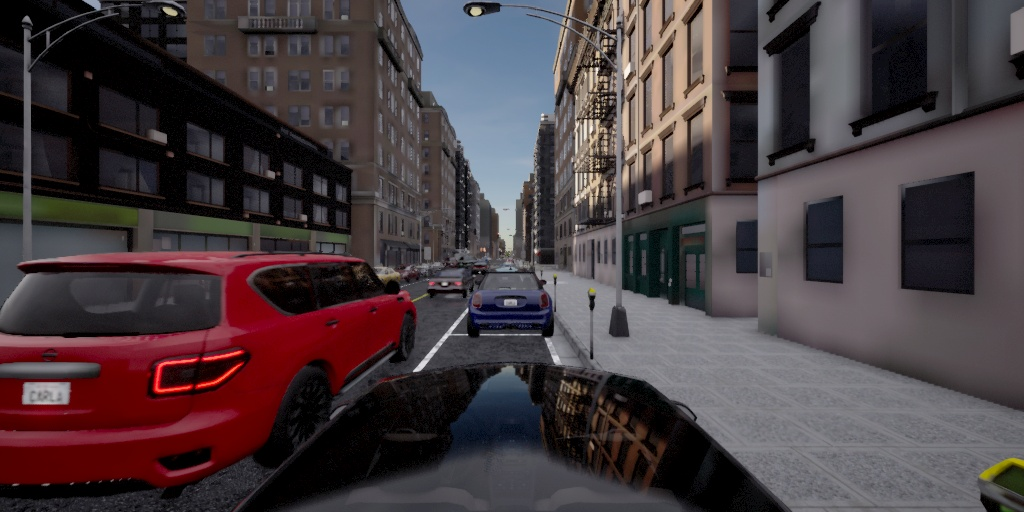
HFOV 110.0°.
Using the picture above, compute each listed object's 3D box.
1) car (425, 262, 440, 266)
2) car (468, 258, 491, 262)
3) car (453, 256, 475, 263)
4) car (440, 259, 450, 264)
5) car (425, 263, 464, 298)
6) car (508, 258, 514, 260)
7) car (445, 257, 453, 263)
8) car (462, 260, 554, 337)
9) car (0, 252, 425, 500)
[{"bbox_3d":[-8.408,1.298,33.457,2.007,1.370,4.403,0,0,0],"label":"car"},{"bbox_3d":[-2.975,1.252,35.714,1.837,1.490,4.892,0,0,1],"label":"car"},{"bbox_3d":[-5.800,0.962,46.680,2.150,2.045,5.566,0,0,0],"label":"car"},{"bbox_3d":[-8.408,1.295,38.870,2.007,1.370,4.403,0,0,0],"label":"car"},{"bbox_3d":[-2.997,1.297,18.554,2.033,1.411,5.357,0,0,0],"label":"car"},{"bbox_3d":[-0.383,1.269,39.031,1.751,1.417,4.829,0,0,0],"label":"car"},{"bbox_3d":[-8.408,1.052,49.696,2.192,1.841,5.009,0,0,0],"label":"car"},{"bbox_3d":[-0.033,1.102,10.470,2.097,1.767,4.553,0,0,0],"label":"car"},{"bbox_3d":[-3.022,0.973,5.010,2.150,2.045,5.566,0,0,0],"label":"car"}]
